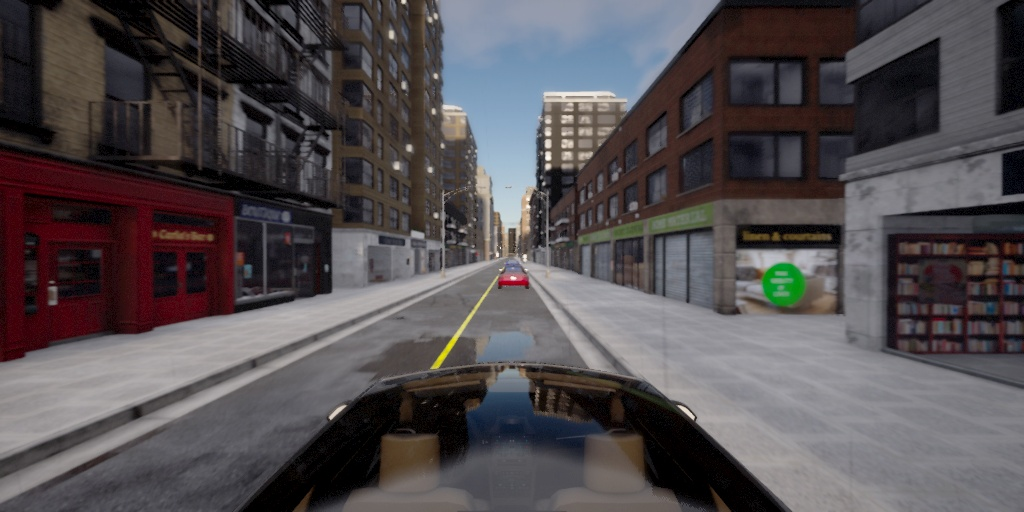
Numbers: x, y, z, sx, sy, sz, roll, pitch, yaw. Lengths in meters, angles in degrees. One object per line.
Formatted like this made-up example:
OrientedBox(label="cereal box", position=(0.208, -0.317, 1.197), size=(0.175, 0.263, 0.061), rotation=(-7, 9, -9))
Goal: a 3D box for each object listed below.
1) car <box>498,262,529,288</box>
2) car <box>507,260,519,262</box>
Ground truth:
OrientedBox(label="car", position=(0.098, 1.310, 23.561), size=(1.994, 1.385, 4.181), rotation=(0, 0, 0))
OrientedBox(label="car", position=(0.095, 1.216, 42.714), size=(1.882, 1.535, 5.008), rotation=(0, 0, 0))
